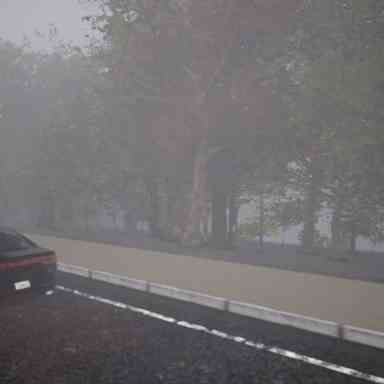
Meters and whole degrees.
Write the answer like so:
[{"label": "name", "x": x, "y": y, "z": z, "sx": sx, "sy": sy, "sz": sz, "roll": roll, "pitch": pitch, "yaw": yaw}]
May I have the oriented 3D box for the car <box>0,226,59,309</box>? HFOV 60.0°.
[{"label": "car", "x": -4.958, "y": 1.452, "z": 7.221, "sx": 5.008, "sy": 1.535, "sz": 1.882, "roll": 0, "pitch": 0, "yaw": 35}]
